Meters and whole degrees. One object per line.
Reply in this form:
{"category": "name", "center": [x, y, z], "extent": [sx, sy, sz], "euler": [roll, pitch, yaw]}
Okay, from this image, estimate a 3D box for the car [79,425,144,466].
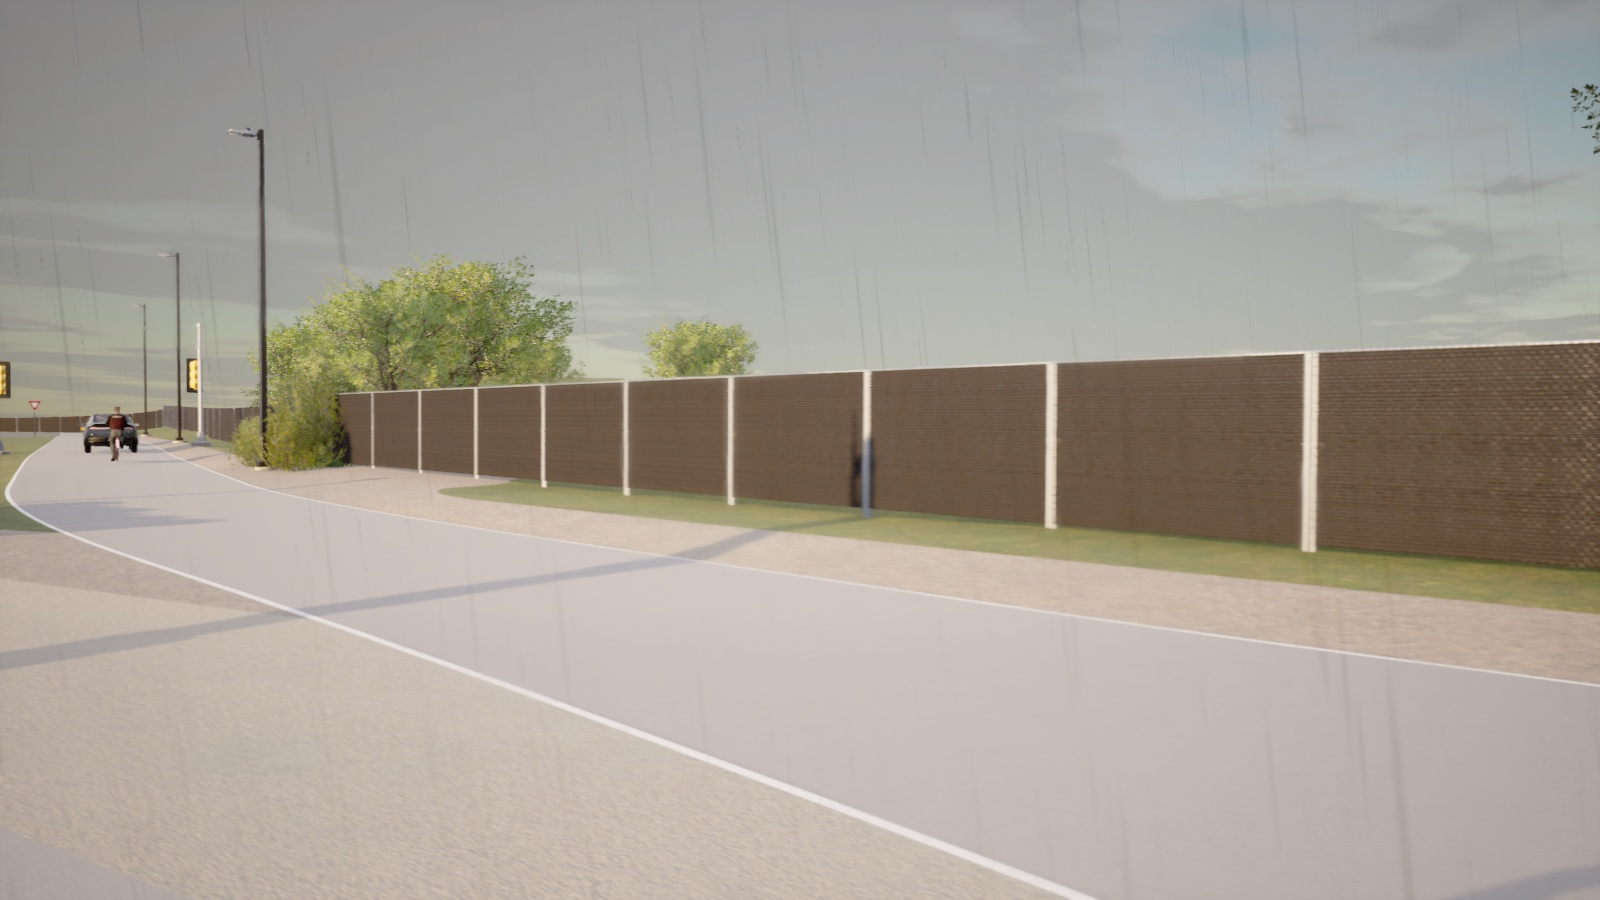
{"category": "car", "center": [-27.316, -0.228, 49.766], "extent": [2.128, 1.511, 4.902], "euler": [-2, 2, -29]}
